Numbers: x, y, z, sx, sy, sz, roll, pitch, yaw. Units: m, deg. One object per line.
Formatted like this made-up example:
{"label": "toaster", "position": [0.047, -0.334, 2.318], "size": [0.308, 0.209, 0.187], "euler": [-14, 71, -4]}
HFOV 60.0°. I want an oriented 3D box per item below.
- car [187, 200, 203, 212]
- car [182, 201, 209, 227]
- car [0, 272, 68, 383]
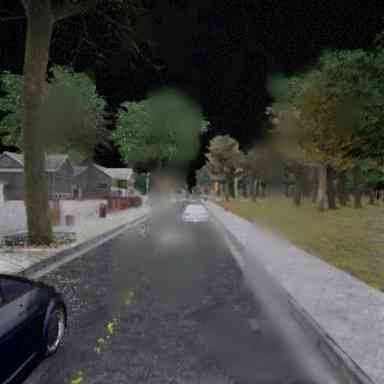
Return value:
{"label": "car", "position": [0.338, 1.753, 41.713], "size": [1.895, 1.301, 4.718], "euler": [0, 0, 0]}
{"label": "car", "position": [0.231, 1.620, 23.823], "size": [1.812, 1.442, 4.674], "euler": [0, 0, 0]}
{"label": "car", "position": [-2.837, 1.572, 3.244], "size": [1.994, 1.385, 4.181], "euler": [0, 0, 0]}
